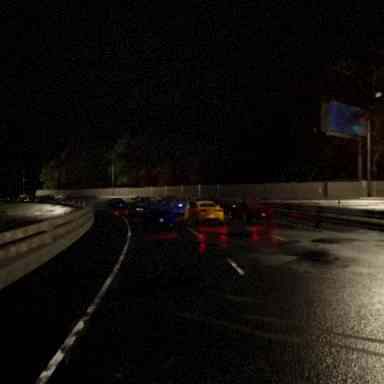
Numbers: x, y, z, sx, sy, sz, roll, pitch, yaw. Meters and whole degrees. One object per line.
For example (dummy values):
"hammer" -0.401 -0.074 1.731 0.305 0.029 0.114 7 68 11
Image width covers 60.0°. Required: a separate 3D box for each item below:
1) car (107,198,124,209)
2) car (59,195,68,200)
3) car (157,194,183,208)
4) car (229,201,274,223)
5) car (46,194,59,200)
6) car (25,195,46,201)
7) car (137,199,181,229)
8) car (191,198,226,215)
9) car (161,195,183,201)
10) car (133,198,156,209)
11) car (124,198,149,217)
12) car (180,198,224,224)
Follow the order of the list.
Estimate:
"car" -10.056 1.489 44.523 1.812 1.442 4.674 -1 0 -25
"car" -34.461 1.404 87.167 4.674 1.442 1.812 0 0 37
"car" -3.131 1.247 46.203 2.097 1.767 4.553 -1 0 -25
"car" 4.223 1.368 24.497 1.882 1.535 5.008 -1 0 -13
"car" -36.692 1.408 84.470 4.892 1.490 1.837 0 0 37
"car" -38.923 1.476 81.774 5.357 1.411 2.033 0 0 37
"car" -2.268 1.437 21.341 1.882 1.535 5.008 -1 0 -13
"car" 1.584 1.394 34.076 1.837 1.490 4.892 -1 1 -20
"car" -1.764 1.272 33.058 2.097 1.767 4.553 -1 0 -20
"car" -6.446 1.494 45.050 1.994 1.385 4.181 -1 0 -25
"car" -4.777 1.502 31.046 2.033 1.411 5.357 -1 0 -17
"car" 0.761 1.402 23.950 1.882 1.535 5.008 -1 0 -13
